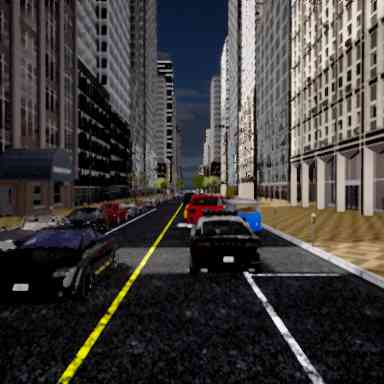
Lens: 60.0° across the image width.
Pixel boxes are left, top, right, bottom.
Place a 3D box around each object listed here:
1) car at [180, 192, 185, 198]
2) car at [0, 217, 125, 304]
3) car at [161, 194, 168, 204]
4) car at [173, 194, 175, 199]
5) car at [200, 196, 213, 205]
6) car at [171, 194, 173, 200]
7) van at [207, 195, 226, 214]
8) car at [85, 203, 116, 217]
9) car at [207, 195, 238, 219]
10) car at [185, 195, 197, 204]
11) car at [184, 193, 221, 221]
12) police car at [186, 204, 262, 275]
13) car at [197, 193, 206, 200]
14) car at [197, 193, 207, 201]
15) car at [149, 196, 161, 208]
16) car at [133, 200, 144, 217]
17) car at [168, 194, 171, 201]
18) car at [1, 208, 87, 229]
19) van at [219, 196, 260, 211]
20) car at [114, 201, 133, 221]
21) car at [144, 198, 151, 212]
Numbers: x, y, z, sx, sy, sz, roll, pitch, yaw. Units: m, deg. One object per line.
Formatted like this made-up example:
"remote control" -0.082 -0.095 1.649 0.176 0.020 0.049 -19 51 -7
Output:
"car" -0.136 1.125 45.860 2.150 2.045 5.566 0 0 0
"car" -3.126 1.547 8.057 1.994 1.385 4.181 0 0 0
"car" -5.869 1.429 57.850 2.008 1.369 4.403 -1 0 0
"car" -5.952 1.342 86.099 1.752 1.417 4.829 -1 0 0
"car" 2.511 1.428 57.875 2.008 1.369 4.403 -1 0 0
"car" -5.920 1.281 74.901 1.967 1.590 4.097 -1 0 0
"van" 2.576 1.267 35.140 1.690 1.788 3.998 -1 0 0
"car" -5.752 1.528 18.065 1.947 1.339 4.313 -1 0 0
"car" 2.592 1.253 29.456 2.192 1.841 5.009 -1 0 0
"car" -0.180 1.363 60.619 2.128 1.511 4.902 0 0 0
"car" 0.762 1.180 20.445 2.150 2.045 5.566 0 0 -1
"police car" 0.867 1.403 10.540 1.930 1.638 5.238 0 0 0
"car" 2.425 1.131 86.293 2.192 1.841 5.009 -1 0 0
"car" 2.442 1.143 80.609 2.192 1.841 5.009 -1 0 0
"car" -5.836 1.453 46.483 2.008 1.369 4.403 -1 0 0
"car" -5.787 1.489 29.432 2.008 1.369 4.403 -1 0 0
"car" -5.903 1.435 69.217 1.802 1.307 4.206 -1 0 0
"car" -5.736 1.525 12.381 2.008 1.369 4.403 -1 0 0
"van" 2.626 1.303 18.089 1.690 1.788 3.998 -1 0 0
"car" -5.769 1.495 23.749 1.887 1.381 4.507 -1 0 0
"car" -5.802 1.508 35.116 1.802 1.307 4.206 -1 0 0
